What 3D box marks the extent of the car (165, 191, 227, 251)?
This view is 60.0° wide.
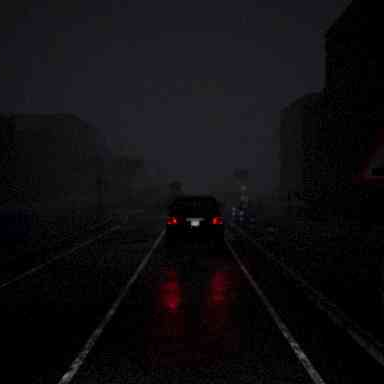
[{"bbox_3d":[0.096,1.131,14.016,2.150,2.045,5.566,0,1,0],"label":"car"}]

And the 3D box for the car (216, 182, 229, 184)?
[{"bbox_3d":[8.093,-0.693,72.238,4.553,1.767,2.185,0,3,-1],"label":"car"}]

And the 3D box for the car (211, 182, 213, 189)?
[{"bbox_3d":[7.969,-1.191,86.009,4.892,1.521,2.231,0,2,-1],"label":"car"}]

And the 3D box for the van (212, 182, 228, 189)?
[{"bbox_3d":[7.981,-1.745,94.141,4.442,1.987,1.878,0,2,-1],"label":"van"}]

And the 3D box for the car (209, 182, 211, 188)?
[{"bbox_3d":[7.903,-1.417,91.515,5.008,1.535,2.097,0,2,-1],"label":"car"}]

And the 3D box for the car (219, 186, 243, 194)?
[{"bbox_3d":[8.161,-0.392,69.494,4.674,1.452,2.002,0,3,-1],"label":"car"}]

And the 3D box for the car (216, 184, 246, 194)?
[{"bbox_3d":[8.004,-0.296,66.736,5.366,1.575,1.946,0,3,-1],"label":"car"}]

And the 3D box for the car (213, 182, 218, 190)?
[{"bbox_3d":[8.122,-0.951,74.984,5.566,2.045,2.435,0,3,-1],"label":"car"}]

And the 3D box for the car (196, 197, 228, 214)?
[{"bbox_3d":[1.942,1.231,31.317,1.895,1.301,4.718,0,1,18],"label":"car"}]
